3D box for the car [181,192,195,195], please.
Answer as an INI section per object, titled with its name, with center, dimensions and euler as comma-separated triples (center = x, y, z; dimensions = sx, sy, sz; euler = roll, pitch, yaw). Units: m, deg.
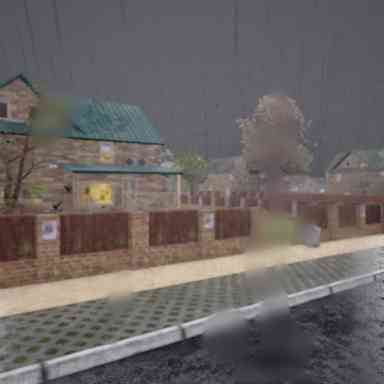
[car]
center = -1.273, 0.727, 54.416
dimensions = 2.128, 1.511, 4.902
euler = -1, 2, -35
